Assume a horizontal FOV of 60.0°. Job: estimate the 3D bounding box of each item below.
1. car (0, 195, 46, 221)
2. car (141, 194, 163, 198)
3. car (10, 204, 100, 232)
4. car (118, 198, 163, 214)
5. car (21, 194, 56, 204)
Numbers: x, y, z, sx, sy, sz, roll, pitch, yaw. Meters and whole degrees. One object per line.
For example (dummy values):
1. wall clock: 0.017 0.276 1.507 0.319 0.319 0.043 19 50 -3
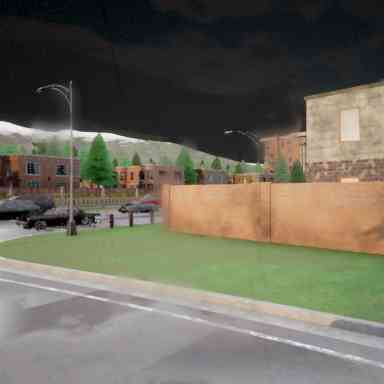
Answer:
1. car: -13.753 1.351 24.716 2.097 1.767 4.553 0 0 42
2. car: -4.754 1.220 40.177 2.150 2.045 5.566 0 0 41
3. car: -8.168 1.601 20.463 1.895 1.301 4.718 0 0 41
4. car: -5.455 1.564 34.102 1.994 1.385 4.181 0 0 42
5. car: -14.685 1.224 28.940 2.150 2.045 5.566 0 0 42
